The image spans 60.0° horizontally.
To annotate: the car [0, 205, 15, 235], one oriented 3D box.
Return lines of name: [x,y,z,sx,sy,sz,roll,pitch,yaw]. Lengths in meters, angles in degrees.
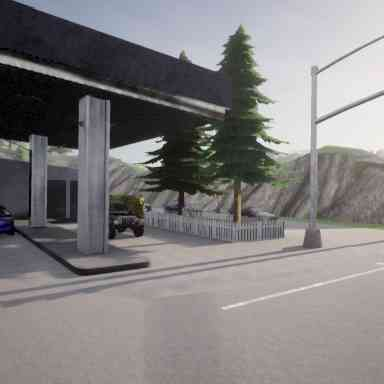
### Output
car: [-11.377,1.525,18.672,2.242,1.667,4.611,1,0,-35]

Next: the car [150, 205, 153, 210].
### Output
car: [-6.891,1.666,41.466,2.033,1.411,5.357,1,0,-34]

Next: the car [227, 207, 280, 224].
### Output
car: [4.547,1.815,24.883,1.994,1.385,4.181,1,0,-35]

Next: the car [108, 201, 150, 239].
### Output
car: [-4.249,1.448,18.395,1.905,1.878,3.866,1,0,-35]

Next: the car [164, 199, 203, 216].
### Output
car: [-0.858,1.541,32.721,2.097,1.767,4.553,1,0,-35]
